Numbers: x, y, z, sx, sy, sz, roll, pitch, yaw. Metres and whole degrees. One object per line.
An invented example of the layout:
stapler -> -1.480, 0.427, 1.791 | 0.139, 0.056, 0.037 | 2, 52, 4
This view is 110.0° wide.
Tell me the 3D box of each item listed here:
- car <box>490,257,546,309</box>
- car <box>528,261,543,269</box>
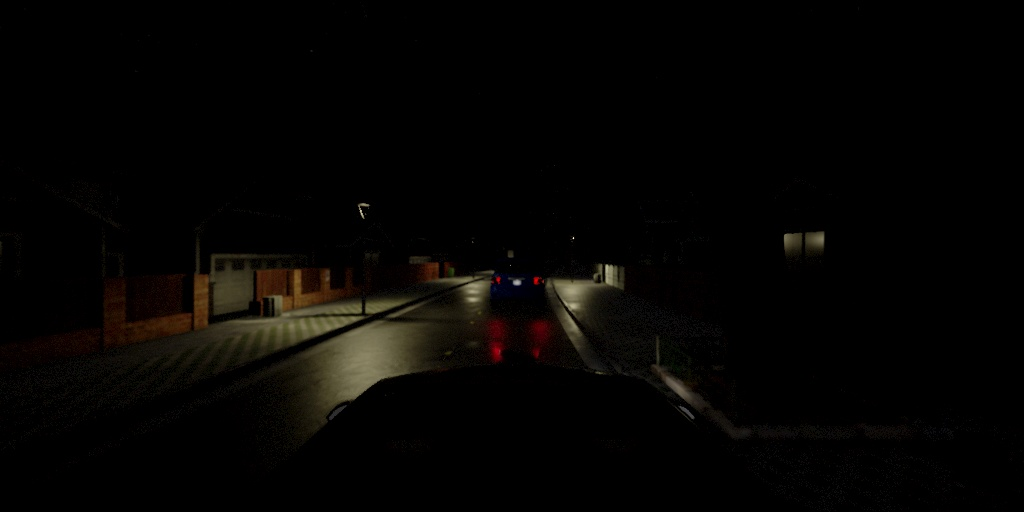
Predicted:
car -> 0.326, 1.076, 15.747 | 2.150, 2.045, 5.566 | 0, 0, 3
car -> 4.317, 1.596, 65.304 | 2.033, 1.411, 5.357 | 0, 0, 10
